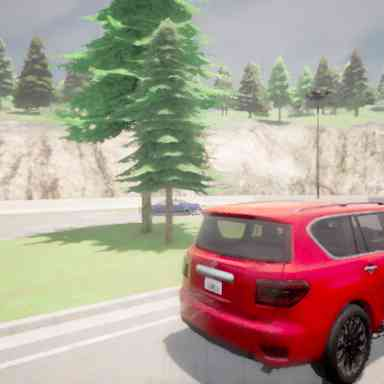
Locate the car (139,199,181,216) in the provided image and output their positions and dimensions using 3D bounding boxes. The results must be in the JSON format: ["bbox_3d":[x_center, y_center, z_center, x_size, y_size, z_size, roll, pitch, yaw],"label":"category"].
[{"bbox_3d":[-1.929,1.316,29.106,5.357,1.411,2.033,-1,0,-9],"label":"car"}]

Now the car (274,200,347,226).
[{"bbox_3d":[7.726,1.291,21.984,1.994,1.385,4.181,-1,0,-36],"label":"car"}]

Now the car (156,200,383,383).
[{"bbox_3d":[2.409,1.150,5.502,5.566,2.045,2.150,-1,1,-36],"label":"car"}]
